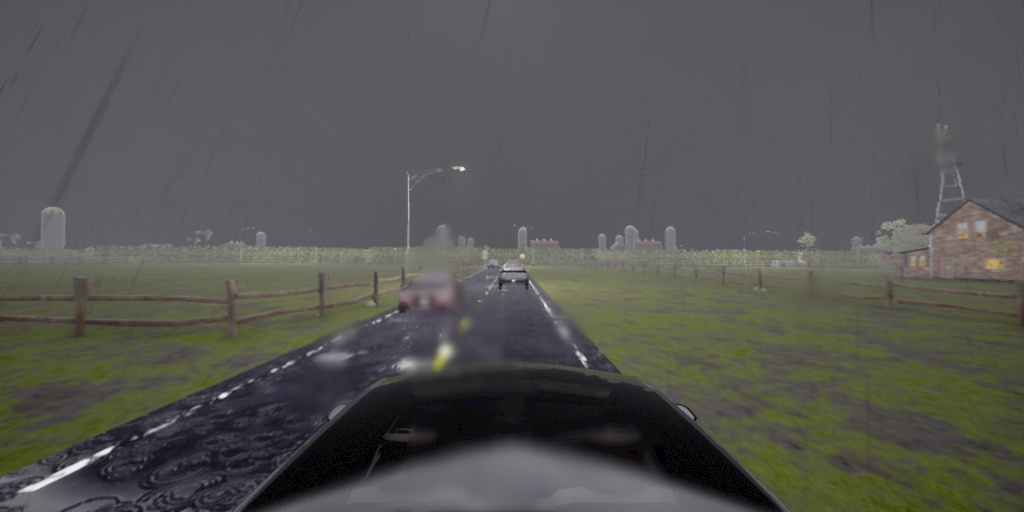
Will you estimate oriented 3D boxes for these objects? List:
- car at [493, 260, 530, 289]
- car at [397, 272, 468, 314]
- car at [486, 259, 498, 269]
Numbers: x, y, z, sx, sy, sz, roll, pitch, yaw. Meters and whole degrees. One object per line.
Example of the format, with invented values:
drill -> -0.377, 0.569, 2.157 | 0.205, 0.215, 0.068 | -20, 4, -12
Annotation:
car -> 0.098, 1.242, 23.121 | 2.128, 1.511, 4.902 | 0, 0, 0
car -> -2.851, 1.315, 13.630 | 1.994, 1.385, 4.181 | 0, 0, 0
car -> -2.818, 1.240, 55.036 | 1.837, 1.490, 4.892 | 0, 0, 0
